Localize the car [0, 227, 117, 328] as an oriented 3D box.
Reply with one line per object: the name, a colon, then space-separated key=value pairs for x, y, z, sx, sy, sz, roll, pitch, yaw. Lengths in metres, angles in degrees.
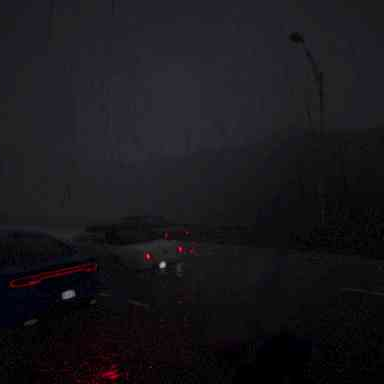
car: x=-4.027 y=1.535 z=6.870 sx=5.008 sy=1.535 sz=1.882 roll=0 pitch=0 yaw=36

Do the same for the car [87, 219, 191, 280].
car: x=-2.580 y=1.664 z=10.137 sx=4.718 sy=1.301 sz=1.895 roll=-1 pitch=0 yaw=36

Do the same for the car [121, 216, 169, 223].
car: x=-2.456 y=1.683 z=14.349 sx=4.718 sy=1.301 sz=1.895 roll=-1 pitch=0 yaw=36
